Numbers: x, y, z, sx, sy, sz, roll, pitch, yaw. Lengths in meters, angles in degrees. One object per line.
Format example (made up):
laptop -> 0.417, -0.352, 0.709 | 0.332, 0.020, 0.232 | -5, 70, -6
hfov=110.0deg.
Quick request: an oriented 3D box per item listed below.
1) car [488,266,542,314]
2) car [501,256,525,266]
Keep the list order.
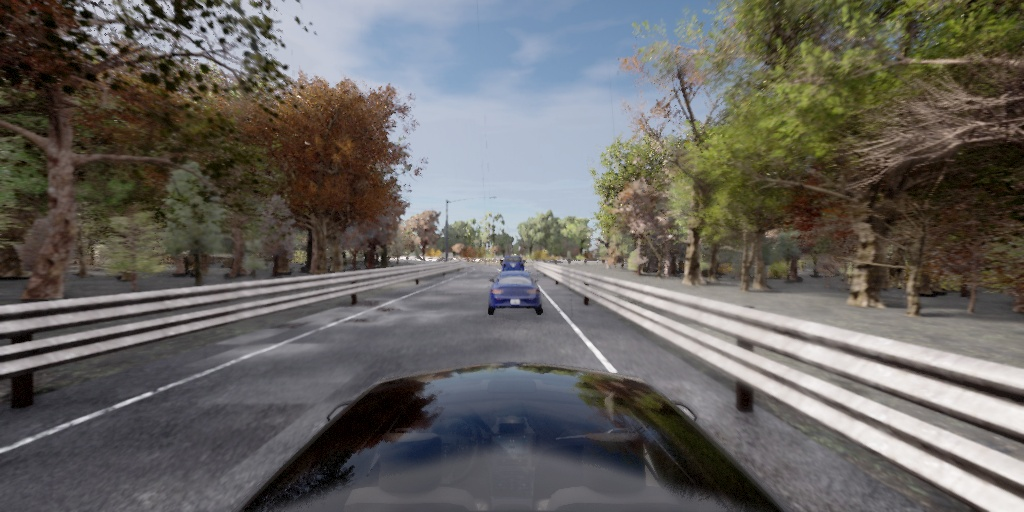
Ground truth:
car -> 0.104, 1.279, 13.689 | 1.812, 1.442, 4.674 | 0, 0, 0
car -> 0.114, 0.979, 35.775 | 2.150, 2.045, 5.566 | 0, 0, 0
